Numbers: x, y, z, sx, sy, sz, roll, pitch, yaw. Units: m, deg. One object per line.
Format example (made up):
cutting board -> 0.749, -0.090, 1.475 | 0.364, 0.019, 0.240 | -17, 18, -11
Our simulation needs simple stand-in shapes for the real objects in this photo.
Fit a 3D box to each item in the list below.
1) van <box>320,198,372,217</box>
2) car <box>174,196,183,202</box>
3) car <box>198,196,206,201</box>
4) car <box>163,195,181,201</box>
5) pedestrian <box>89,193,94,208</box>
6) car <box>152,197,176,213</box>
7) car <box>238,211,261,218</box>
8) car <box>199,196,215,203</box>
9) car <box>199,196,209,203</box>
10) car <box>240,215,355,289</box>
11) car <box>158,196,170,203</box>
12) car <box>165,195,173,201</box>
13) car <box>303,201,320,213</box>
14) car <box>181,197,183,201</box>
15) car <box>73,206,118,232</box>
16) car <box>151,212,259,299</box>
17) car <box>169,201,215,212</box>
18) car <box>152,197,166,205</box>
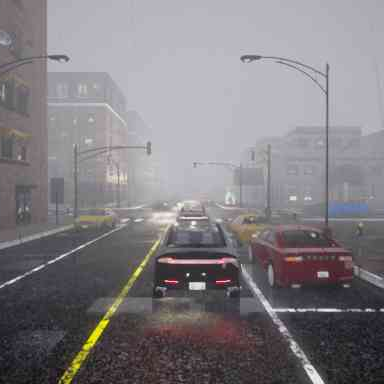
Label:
van -> 14.589, 1.415, 31.190 | 3.998, 1.788, 1.690 | 0, 0, -1
car -> -3.175, 1.584, 78.592 | 1.812, 1.442, 4.674 | 0, 0, 0
car -> 2.491, 1.629, 87.049 | 2.008, 1.369, 4.403 | -1, 0, 0
car -> -3.208, 1.516, 51.822 | 2.128, 1.511, 4.902 | 0, 0, 0
pedestrian -> -12.725, 1.083, 42.248 | 0.375, 1.860, 0.375 | 0, 0, -1
car -> -3.178, 1.560, 36.710 | 1.994, 1.385, 4.181 | 0, 0, 0
car -> 2.652, 1.527, 14.870 | 1.752, 1.417, 4.829 | 0, 0, 0
car -> 2.566, 1.466, 52.869 | 1.967, 1.590, 4.097 | 0, 0, 0
car -> 2.529, 1.600, 69.959 | 2.008, 1.369, 4.403 | 0, 0, 0
car -> 2.665, 1.545, 9.003 | 1.887, 1.381, 4.507 | 0, 0, 0
car -> -5.851, 1.600, 69.928 | 2.008, 1.369, 4.403 | 0, 0, 0
car -> -5.890, 1.603, 86.848 | 1.752, 1.417, 4.829 | 0, 0, 0
car -> 14.582, 1.599, 36.979 | 4.181, 1.385, 1.994 | 0, 0, -1
car -> -3.164, 1.539, 67.745 | 2.128, 1.511, 4.902 | 0, 0, 0
car -> -5.741, 1.529, 20.213 | 1.752, 1.417, 4.829 | 0, 0, 0
car -> 0.084, 1.491, 8.459 | 2.128, 1.511, 4.902 | 0, 0, 0
car -> 0.060, 1.494, 18.828 | 2.128, 1.511, 4.902 | 0, 0, 0
car -> -5.826, 1.584, 58.535 | 2.008, 1.369, 4.403 | 0, 0, 0
